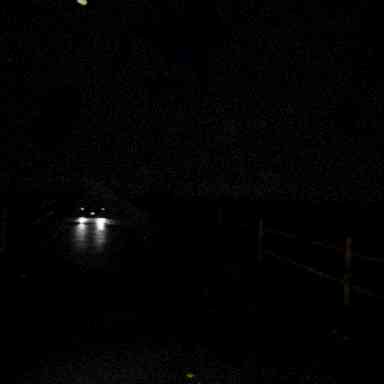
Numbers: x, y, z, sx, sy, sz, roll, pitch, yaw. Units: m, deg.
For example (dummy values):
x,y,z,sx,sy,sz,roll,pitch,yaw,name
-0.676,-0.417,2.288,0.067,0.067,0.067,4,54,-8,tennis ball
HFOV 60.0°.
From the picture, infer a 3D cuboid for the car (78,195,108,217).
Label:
x,y,z,sx,sy,sz,roll,pitch,yaw,name
-7.268,0.978,24.519,2.033,1.411,5.357,3,0,-16,car
